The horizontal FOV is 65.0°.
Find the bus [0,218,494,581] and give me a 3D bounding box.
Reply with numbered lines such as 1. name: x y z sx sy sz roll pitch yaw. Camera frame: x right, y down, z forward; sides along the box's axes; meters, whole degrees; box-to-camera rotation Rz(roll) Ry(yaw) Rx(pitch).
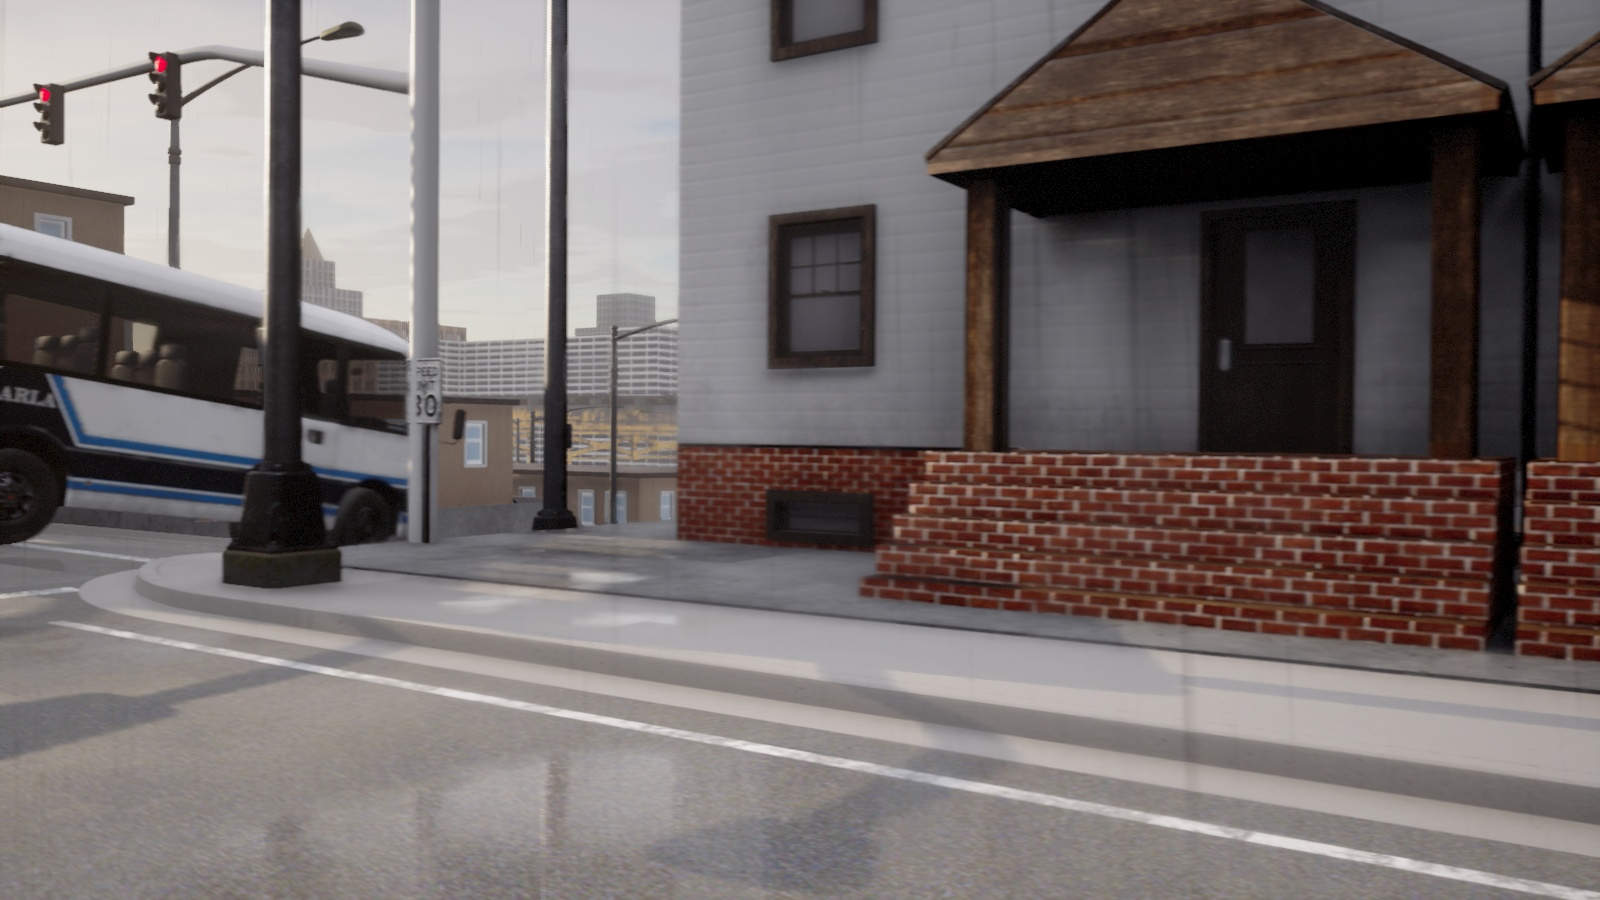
1. bus: -10.082 -0.433 19.251 3.944 4.253 10.273 2 -6 32
